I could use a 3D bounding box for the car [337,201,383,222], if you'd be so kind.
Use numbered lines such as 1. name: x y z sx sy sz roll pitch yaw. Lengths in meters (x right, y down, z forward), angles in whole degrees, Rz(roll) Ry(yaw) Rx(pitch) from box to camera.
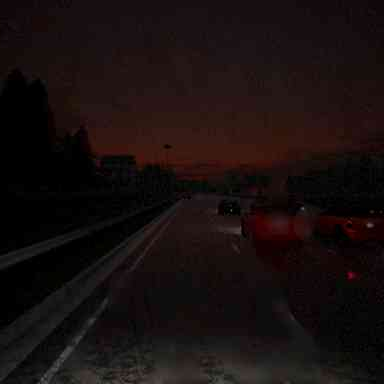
1. car: 14.091 1.537 27.398 2.033 1.411 5.357 0 0 0

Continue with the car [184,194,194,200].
1. car: -1.259 1.308 95.252 2.097 1.767 4.553 0 0 0

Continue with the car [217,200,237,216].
1. car: 3.589 1.477 32.679 2.128 1.511 4.902 0 0 0

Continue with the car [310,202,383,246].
1. car: 7.094 1.346 15.375 2.097 1.767 4.553 0 0 0

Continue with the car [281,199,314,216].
1. car: 10.575 1.512 33.746 1.812 1.442 4.674 0 0 0

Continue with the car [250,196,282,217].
1. car: 7.089 1.338 32.400 2.097 1.767 4.553 0 0 0

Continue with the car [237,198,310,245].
1. car: 3.595 1.345 15.654 2.097 1.767 4.553 0 0 0
